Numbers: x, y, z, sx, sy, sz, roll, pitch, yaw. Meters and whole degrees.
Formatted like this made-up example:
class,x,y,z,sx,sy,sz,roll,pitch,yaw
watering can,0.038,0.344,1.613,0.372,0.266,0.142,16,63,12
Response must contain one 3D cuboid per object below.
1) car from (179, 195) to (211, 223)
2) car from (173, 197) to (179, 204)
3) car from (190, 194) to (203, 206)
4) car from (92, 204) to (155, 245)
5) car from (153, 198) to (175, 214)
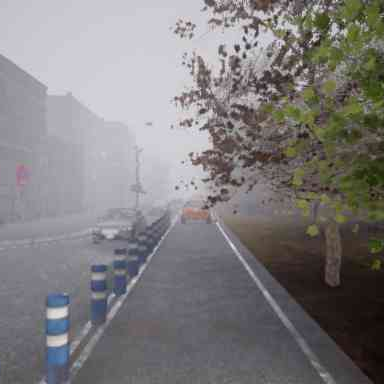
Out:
class,x,y,z,sx,sy,sz,roll,pitch,yaw
car,0.312,1.351,25.606,2.097,1.767,4.553,0,0,1
car,-2.486,1.482,55.183,1.994,1.385,4.181,0,0,2
car,0.788,1.270,54.806,2.097,1.767,4.553,0,0,1
car,-3.258,1.505,15.730,2.128,1.511,4.902,0,0,1
car,-3.023,1.508,32.293,1.812,1.442,4.674,0,0,1
